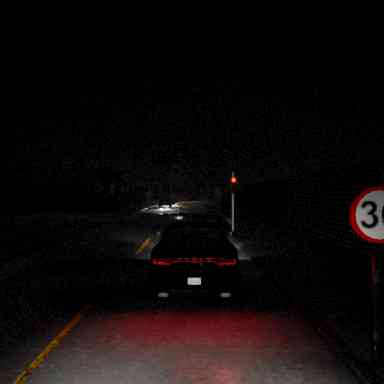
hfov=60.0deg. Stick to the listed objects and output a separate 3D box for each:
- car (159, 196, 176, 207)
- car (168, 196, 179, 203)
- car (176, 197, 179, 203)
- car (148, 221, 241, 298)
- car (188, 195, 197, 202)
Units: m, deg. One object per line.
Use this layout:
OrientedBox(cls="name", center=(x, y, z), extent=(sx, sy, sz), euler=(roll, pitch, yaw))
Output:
OrientedBox(cls="car", center=(-3.997, 1.491, 50.872), extent=(2.128, 1.511, 4.902), euler=(0, 0, 0))
OrientedBox(cls="car", center=(-3.864, 1.595, 70.404), extent=(1.895, 1.301, 4.718), euler=(0, 0, 0))
OrientedBox(cls="car", center=(-3.956, 1.492, 60.353), extent=(2.128, 1.511, 4.902), euler=(0, 0, 0))
OrientedBox(cls="car", center=(0.068, 1.478, 8.554), extent=(1.882, 1.535, 5.008), euler=(0, 0, 1))
OrientedBox(cls="car", center=(0.138, 1.339, 71.329), extent=(1.812, 1.442, 4.674), euler=(0, 0, 0))
